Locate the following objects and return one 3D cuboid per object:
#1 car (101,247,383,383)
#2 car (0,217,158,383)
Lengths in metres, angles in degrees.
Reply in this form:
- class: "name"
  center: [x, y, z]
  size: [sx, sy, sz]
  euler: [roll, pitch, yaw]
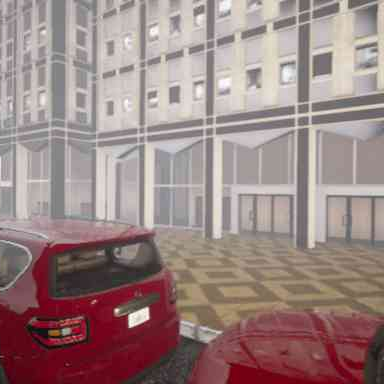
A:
- class: "car"
  center: [2.177, 1.323, 1.317]
  size: [5.009, 1.841, 2.192]
  euler: [1, 0, 36]
- class: "car"
  center: [-2.461, 1.282, 4.629]
  size: [5.009, 1.841, 2.192]
  euler: [1, 0, 36]
